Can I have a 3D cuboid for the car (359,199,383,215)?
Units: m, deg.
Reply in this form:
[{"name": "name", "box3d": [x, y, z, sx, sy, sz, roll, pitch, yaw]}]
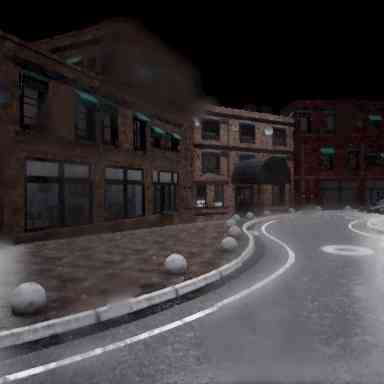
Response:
[{"name": "car", "box3d": [17.609, 1.283, 29.161, 5.357, 1.411, 2.033, 0, 0, -8]}]
